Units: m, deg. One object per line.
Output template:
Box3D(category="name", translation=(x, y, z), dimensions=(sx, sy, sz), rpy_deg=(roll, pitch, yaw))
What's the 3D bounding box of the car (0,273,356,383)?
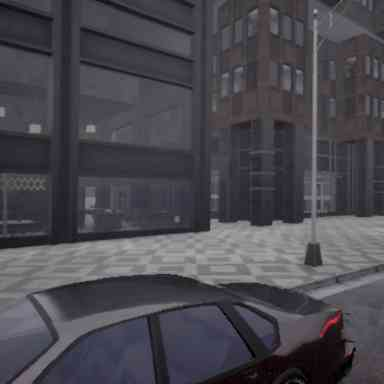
Box3D(category="car", translation=(-0.752, 1.548, 2.837), dimensions=(5.357, 1.411, 2.033), rpy_deg=(0, 0, -35))
